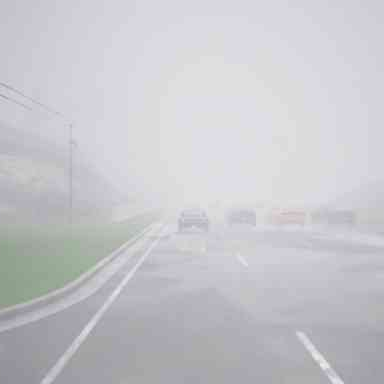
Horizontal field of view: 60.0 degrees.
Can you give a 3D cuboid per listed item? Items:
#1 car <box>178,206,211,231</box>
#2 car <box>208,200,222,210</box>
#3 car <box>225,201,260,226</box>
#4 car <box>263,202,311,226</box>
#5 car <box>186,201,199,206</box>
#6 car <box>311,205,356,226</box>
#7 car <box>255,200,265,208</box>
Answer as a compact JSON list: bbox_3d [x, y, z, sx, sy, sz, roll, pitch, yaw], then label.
[{"bbox_3d":[0.104,1.822,22.389,1.895,1.301,4.718,0,-1,0],"label":"car"},{"bbox_3d":[3.671,2.031,53.277,1.837,1.490,4.892,0,0,5],"label":"car"},{"bbox_3d":[3.604,1.729,25.456,1.882,1.535,5.008,0,-1,0],"label":"car"},{"bbox_3d":[7.105,1.729,25.461,1.882,1.535,5.008,0,-1,0],"label":"car"},{"bbox_3d":[0.082,2.083,52.799,1.994,1.385,4.181,0,-1,3],"label":"car"},{"bbox_3d":[10.606,1.729,25.454,1.882,1.535,5.008,0,-1,0],"label":"car"},{"bbox_3d":[10.628,2.020,52.180,1.837,1.490,4.892,0,0,4],"label":"car"}]
